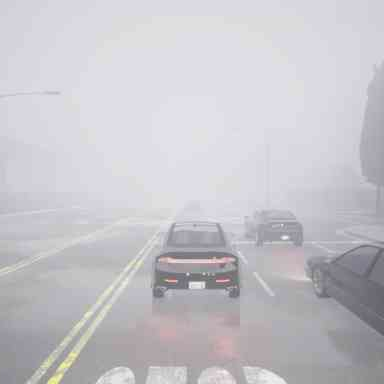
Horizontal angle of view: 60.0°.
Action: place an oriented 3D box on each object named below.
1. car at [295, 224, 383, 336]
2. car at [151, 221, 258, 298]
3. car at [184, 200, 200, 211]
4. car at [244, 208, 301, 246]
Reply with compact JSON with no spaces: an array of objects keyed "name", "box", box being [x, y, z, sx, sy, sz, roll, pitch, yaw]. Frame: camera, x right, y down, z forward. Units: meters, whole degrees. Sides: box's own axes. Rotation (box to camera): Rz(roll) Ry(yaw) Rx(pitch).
[{"name":"car","box":[3.592,1.547,5.452,2.033,1.411,5.357,0,0,0]},{"name":"car","box":[0.087,1.492,8.500,2.128,1.511,4.902,0,0,0]},{"name":"car","box":[0.034,1.601,40.934,1.895,1.301,4.718,0,0,0]},{"name":"car","box":[3.576,1.505,15.199,1.837,1.490,4.892,0,0,0]}]
